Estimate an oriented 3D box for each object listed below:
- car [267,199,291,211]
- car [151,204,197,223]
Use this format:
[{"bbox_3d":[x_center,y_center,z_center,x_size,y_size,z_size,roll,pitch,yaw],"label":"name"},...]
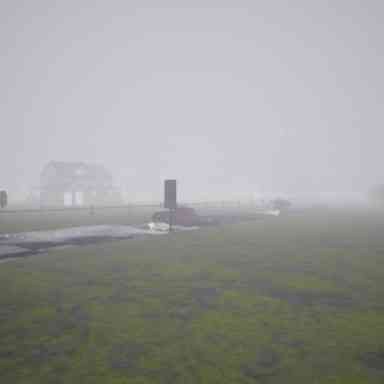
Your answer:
[{"bbox_3d":[11.728,1.665,44.818,2.128,1.511,4.902,0,0,36],"label":"car"},{"bbox_3d":[-1.380,1.635,26.690,1.994,1.385,4.181,0,0,36],"label":"car"}]
